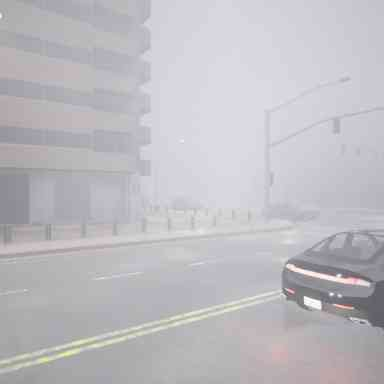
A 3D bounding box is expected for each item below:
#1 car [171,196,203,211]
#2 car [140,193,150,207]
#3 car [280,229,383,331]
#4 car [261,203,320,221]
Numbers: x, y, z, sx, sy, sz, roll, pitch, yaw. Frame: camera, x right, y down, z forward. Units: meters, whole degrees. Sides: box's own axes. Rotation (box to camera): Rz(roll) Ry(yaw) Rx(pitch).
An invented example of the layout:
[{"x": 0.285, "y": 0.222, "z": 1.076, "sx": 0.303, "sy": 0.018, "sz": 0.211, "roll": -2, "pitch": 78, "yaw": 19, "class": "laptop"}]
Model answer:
[{"x": -0.630, "y": 1.296, "z": 39.447, "sx": 2.097, "sy": 1.767, "sz": 4.553, "roll": 0, "pitch": 0, "yaw": -35, "class": "car"}, {"x": -8.364, "y": 1.158, "z": 50.701, "sx": 2.150, "sy": 2.045, "sz": 5.566, "roll": 0, "pitch": 1, "yaw": -34, "class": "car"}, {"x": 3.848, "y": 1.492, "z": 6.486, "sx": 4.902, "sy": 1.511, "sz": 2.128, "roll": 0, "pitch": 0, "yaw": -35, "class": "car"}, {"x": 7.860, "y": 1.548, "z": 26.775, "sx": 1.895, "sy": 1.301, "sz": 4.718, "roll": 0, "pitch": 0, "yaw": -31, "class": "car"}]
